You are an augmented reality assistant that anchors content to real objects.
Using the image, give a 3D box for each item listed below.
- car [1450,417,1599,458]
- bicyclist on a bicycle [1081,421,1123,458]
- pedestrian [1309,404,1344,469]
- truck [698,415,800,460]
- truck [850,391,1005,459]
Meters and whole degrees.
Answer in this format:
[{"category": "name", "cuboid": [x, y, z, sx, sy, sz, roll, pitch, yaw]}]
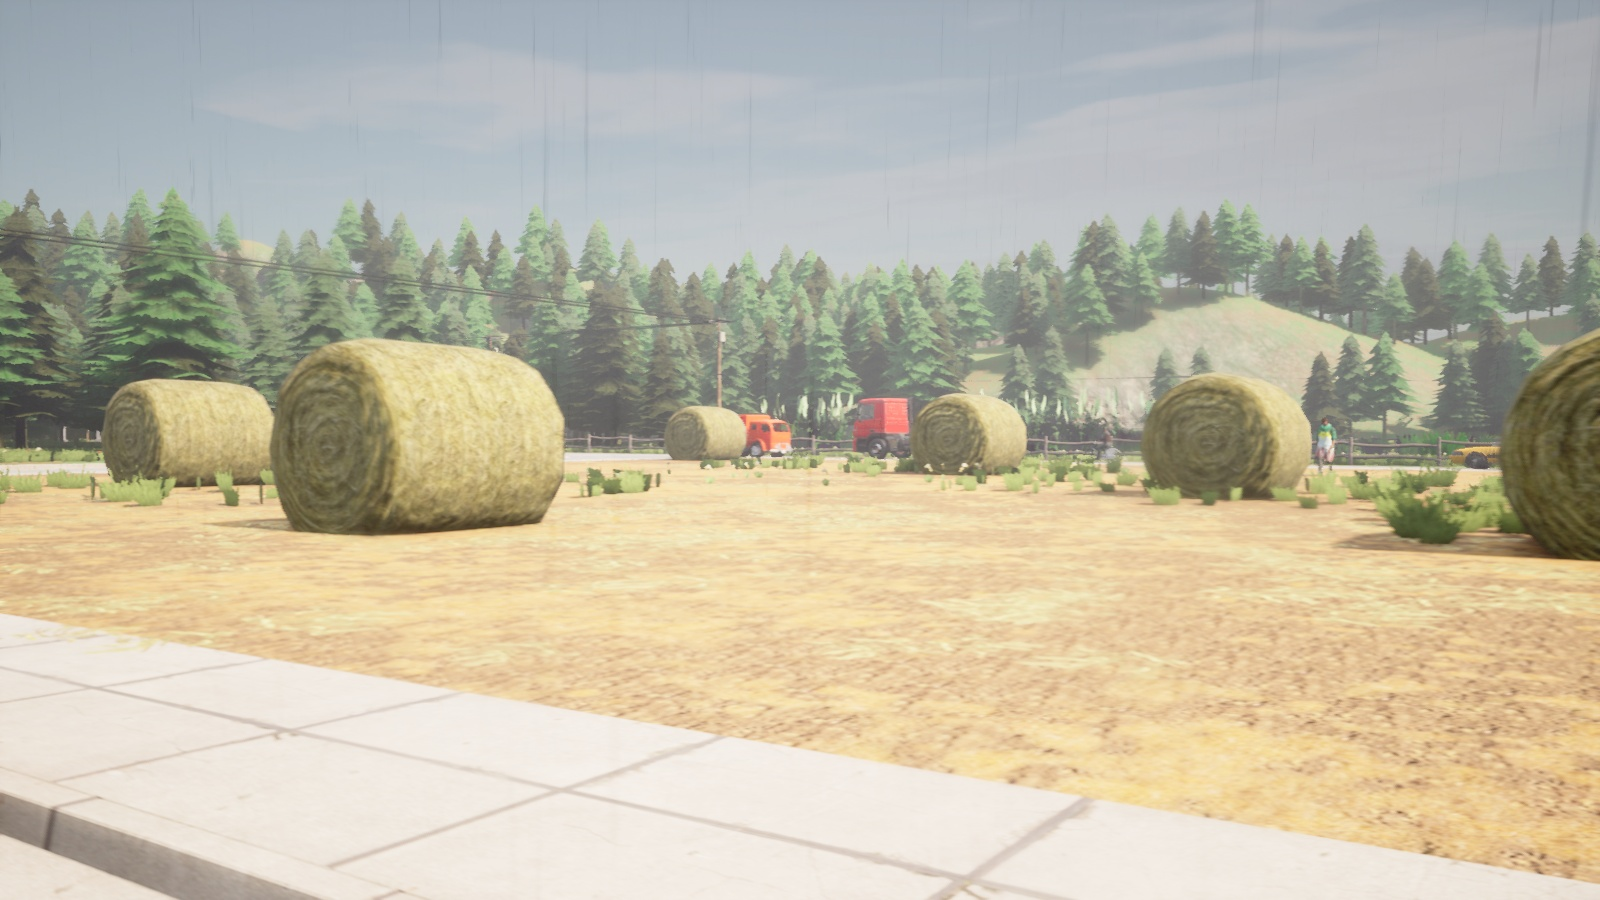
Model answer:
[{"category": "car", "cuboid": [29.361, -0.509, 50.594, 5.366, 1.575, 1.801, 0, 1, 37]}, {"category": "bicyclist on a bicycle", "cuboid": [14.830, -0.500, 61.707, 1.843, 1.776, 0.659, 0, 1, 37]}, {"category": "pedestrian", "cuboid": [16.187, -0.419, 38.603, 0.873, 1.952, 0.659, -2, 1, -42]}, {"category": "truck", "cuboid": [-2.901, -0.692, 70.854, 5.204, 2.467, 2.627, -1, 1, 37]}, {"category": "truck", "cuboid": [6.816, -1.310, 67.813, 7.936, 3.462, 2.891, 0, 1, 37]}]
